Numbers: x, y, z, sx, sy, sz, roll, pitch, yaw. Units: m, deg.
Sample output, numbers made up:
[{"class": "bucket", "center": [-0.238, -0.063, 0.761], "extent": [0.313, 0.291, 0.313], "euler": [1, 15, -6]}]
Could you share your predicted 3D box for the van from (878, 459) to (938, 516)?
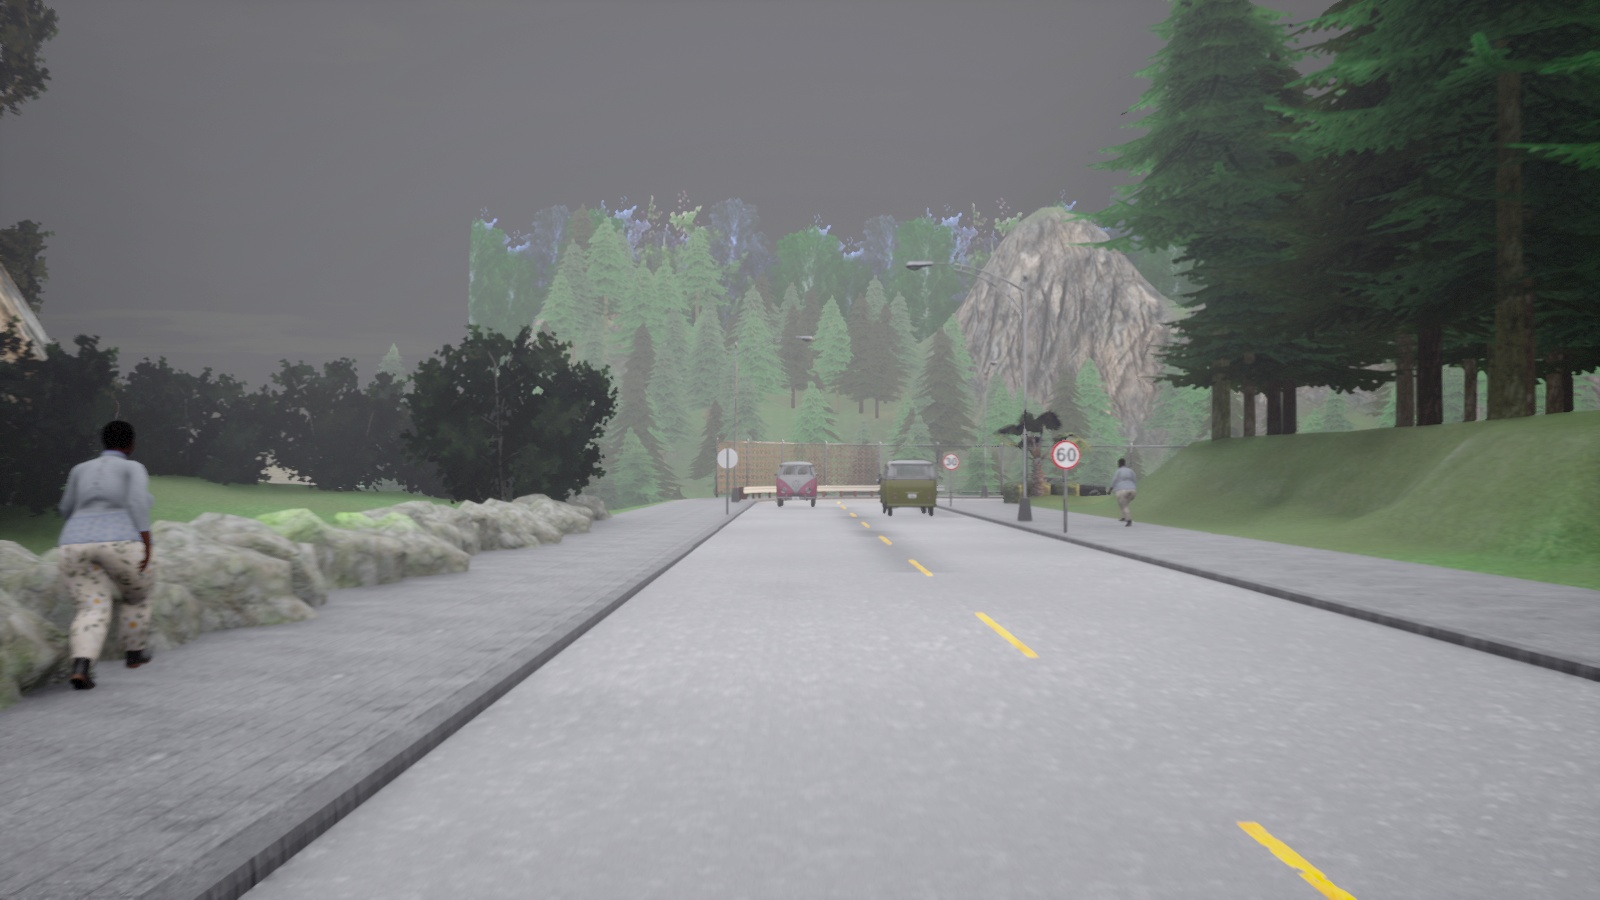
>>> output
[{"class": "van", "center": [3.893, 1.326, 45.910], "extent": [1.775, 1.987, 4.442], "euler": [0, -1, 0]}]

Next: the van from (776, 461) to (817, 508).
[{"class": "van", "center": [-0.126, 1.509, 55.939], "extent": [1.775, 1.987, 4.442], "euler": [0, -1, 1]}]

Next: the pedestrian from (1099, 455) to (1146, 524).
[{"class": "pedestrian", "center": [8.738, 1.062, 34.019], "extent": [0.874, 1.855, 0.900], "euler": [0, -1, -18]}]

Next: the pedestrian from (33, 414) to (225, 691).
[{"class": "pedestrian", "center": [-4.715, 0.693, 8.890], "extent": [0.874, 1.855, 0.900], "euler": [0, -1, -1]}]

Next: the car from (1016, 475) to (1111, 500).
[{"class": "car", "center": [14.229, 2.001, 67.952], "extent": [4.718, 1.301, 1.895], "euler": [0, -1, -3]}]
